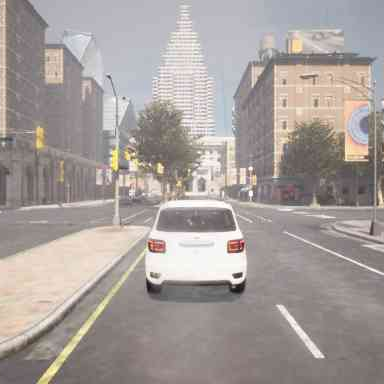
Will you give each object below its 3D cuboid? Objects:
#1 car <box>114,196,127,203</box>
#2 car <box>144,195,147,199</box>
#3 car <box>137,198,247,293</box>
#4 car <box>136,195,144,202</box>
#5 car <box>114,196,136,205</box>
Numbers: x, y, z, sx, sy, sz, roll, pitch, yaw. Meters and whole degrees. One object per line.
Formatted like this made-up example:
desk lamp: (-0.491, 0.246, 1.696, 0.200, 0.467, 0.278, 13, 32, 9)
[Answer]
car: (-14.955, 1.594, 69.864, 1.895, 1.301, 4.718, 0, 0, 0)
car: (-11.731, 1.500, 78.722, 1.837, 1.490, 4.892, 0, 0, 0)
car: (0.077, 1.221, 9.023, 2.150, 2.045, 5.566, 0, 0, 0)
car: (-11.701, 1.600, 68.540, 1.895, 1.301, 4.718, 0, 0, 0)
car: (-11.726, 1.505, 58.486, 1.837, 1.490, 4.892, 0, 0, 0)
